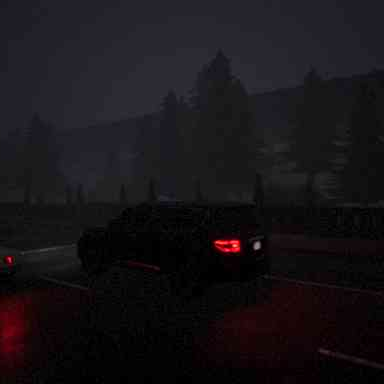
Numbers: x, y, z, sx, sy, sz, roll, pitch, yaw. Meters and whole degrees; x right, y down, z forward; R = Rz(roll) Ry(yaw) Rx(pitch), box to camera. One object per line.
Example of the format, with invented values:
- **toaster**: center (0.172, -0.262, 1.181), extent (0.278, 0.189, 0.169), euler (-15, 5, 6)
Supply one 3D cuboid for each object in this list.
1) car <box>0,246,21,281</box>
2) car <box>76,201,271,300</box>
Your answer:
- **car**: center (-6.530, 1.641, 8.642), extent (4.718, 1.301, 1.895), euler (0, 0, 36)
- **car**: center (-0.721, 1.244, 8.760), extent (5.566, 2.045, 2.150), euler (0, 0, 38)
